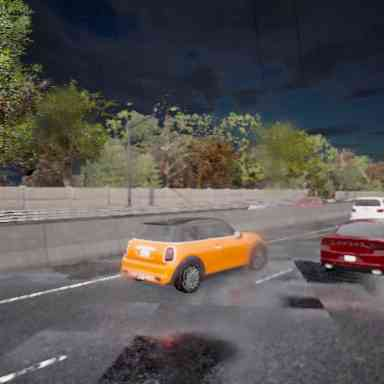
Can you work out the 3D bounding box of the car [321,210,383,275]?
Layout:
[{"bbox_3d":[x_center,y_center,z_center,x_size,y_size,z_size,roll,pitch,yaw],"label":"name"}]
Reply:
[{"bbox_3d":[5.708,1.552,10.354,1.882,1.535,5.008,-2,-1,42],"label":"car"}]

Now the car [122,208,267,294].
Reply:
[{"bbox_3d":[0.299,1.502,9.604,2.097,1.767,4.553,-2,-1,42],"label":"car"}]

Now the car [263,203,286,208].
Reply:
[{"bbox_3d":[11.604,2.101,43.169,1.895,1.301,4.718,-2,-1,42],"label":"car"}]

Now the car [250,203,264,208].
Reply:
[{"bbox_3d":[9.961,2.181,46.562,1.895,1.301,4.718,-2,-1,42],"label":"car"}]

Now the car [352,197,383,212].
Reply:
[{"bbox_3d":[13.249,1.385,23.880,2.150,2.045,5.566,-2,-1,42],"label":"car"}]

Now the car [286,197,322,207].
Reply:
[{"bbox_3d":[14.093,1.642,40.724,2.150,2.045,5.566,-2,-1,42],"label":"car"}]
